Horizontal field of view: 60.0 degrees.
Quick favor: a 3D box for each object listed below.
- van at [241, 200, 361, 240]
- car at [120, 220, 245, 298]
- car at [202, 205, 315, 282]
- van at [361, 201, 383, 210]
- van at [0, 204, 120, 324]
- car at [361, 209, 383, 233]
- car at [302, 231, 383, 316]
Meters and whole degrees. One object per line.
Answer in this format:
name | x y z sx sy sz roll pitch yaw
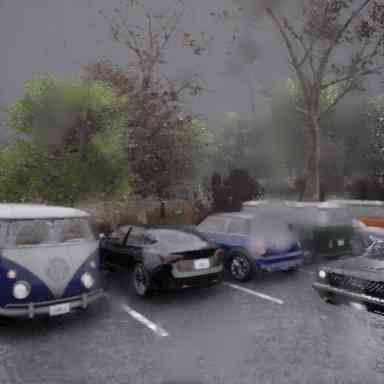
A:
van | 3.400 1.336 12.155 1.878 1.987 4.442 1 0 -35
car | -1.149 1.543 8.808 2.163 1.488 4.792 0 0 -36
car | 1.086 1.411 10.323 2.185 1.767 4.553 1 0 -35
van | 8.003 1.384 15.432 1.878 1.987 4.442 1 0 -35
van | -3.361 1.264 7.047 1.878 1.987 4.442 1 0 -35
car | 5.764 1.587 13.702 2.231 1.521 4.892 1 0 -35
car | 4.638 1.666 6.993 4.718 1.301 1.895 1 0 -35
